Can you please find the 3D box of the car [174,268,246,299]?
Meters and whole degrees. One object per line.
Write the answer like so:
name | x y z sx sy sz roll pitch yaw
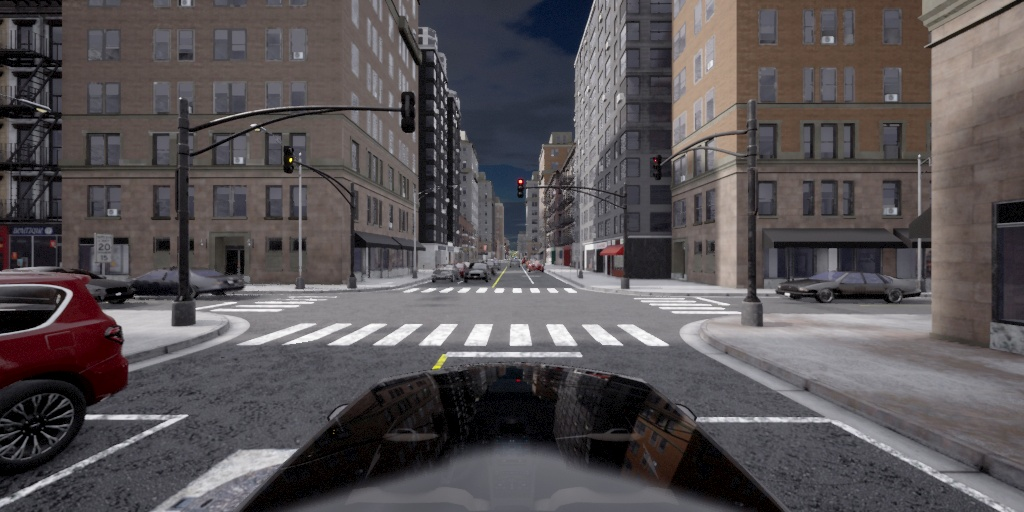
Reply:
car | -15.536 1.243 16.627 5.357 1.411 2.033 0 0 0

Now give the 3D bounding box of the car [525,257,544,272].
car | 2.940 1.201 44.765 1.967 1.591 4.097 0 0 0

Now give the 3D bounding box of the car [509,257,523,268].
car | 0.527 1.251 62.558 2.128 1.511 4.902 0 0 1

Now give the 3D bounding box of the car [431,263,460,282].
car | -5.201 1.310 28.467 2.007 1.370 4.403 0 0 0

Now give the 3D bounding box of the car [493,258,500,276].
car | -2.600 1.265 37.840 1.837 1.490 4.892 0 0 0

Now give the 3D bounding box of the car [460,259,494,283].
car | -2.663 1.264 28.495 1.837 1.490 4.892 0 0 0

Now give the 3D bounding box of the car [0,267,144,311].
car | -17.433 1.190 13.686 4.892 1.490 1.837 0 0 0

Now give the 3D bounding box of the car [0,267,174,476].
car | -5.389 1.065 2.004 2.192 1.841 5.009 0 0 0

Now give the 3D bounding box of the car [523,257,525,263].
car | 3.387 1.113 58.417 2.097 1.767 4.553 0 0 0

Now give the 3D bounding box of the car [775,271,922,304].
car | 15.311 1.377 16.451 5.357 1.411 2.033 0 0 0
